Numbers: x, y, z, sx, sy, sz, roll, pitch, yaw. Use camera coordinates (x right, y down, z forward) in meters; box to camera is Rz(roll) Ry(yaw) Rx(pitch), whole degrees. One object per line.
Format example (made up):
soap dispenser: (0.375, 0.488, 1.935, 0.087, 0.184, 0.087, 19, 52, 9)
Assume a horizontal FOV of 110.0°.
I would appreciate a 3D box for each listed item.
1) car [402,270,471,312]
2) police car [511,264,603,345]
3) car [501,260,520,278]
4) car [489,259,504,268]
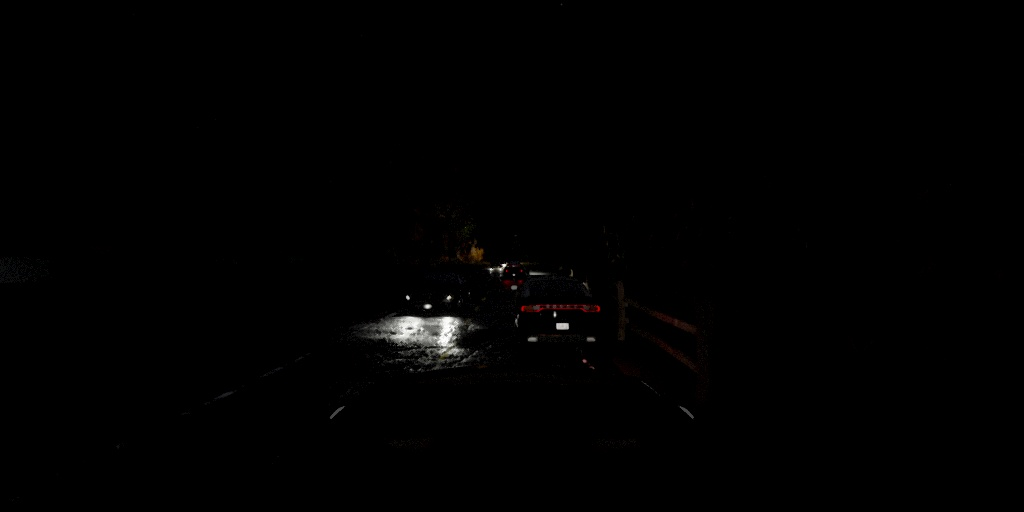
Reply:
car: (-2.788, 1.291, 14.529, 2.033, 1.411, 5.357, 0, 0, 0)
police car: (1.003, 1.171, 9.611, 1.930, 1.638, 5.238, 0, 0, 0)
car: (0.209, 1.337, 33.451, 1.895, 1.301, 4.718, 0, 0, 1)
car: (-2.556, 1.235, 58.341, 1.837, 1.490, 4.892, 0, 0, 0)
